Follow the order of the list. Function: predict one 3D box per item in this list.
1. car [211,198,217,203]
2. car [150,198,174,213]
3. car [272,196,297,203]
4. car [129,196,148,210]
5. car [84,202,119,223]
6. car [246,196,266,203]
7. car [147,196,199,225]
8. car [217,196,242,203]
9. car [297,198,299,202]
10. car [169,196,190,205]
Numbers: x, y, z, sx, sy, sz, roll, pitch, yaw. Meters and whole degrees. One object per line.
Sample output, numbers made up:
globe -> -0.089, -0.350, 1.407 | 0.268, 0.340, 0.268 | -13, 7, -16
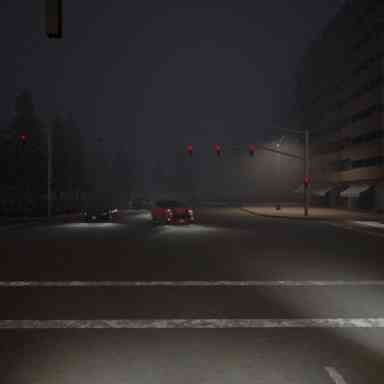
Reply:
car -> 6.126, 1.591, 71.149 | 4.718, 1.301, 1.895 | 0, 0, -45
car -> -3.352, 1.491, 38.092 | 2.128, 1.511, 4.902 | 0, 0, 3
car -> 18.492, 1.478, 67.600 | 5.008, 1.535, 1.882 | 0, 0, -33
car -> -6.512, 1.352, 42.851 | 2.097, 1.767, 4.553 | 0, 0, 6
car -> -7.052, 1.556, 26.340 | 1.812, 1.442, 4.674 | 0, 0, 0
car -> 13.128, 1.478, 68.087 | 5.008, 1.535, 1.882 | 0, 0, -41
car -> -1.523, 1.383, 24.518 | 2.097, 1.767, 4.553 | 0, 0, -22
car -> 8.085, 1.545, 68.209 | 5.357, 1.411, 2.033 | 0, 0, -45
car -> 21.923, 1.525, 73.615 | 4.902, 1.511, 2.128 | 0, 0, -22
car -> -2.163, 1.525, 59.325 | 1.812, 1.442, 4.674 | 0, 0, 28
